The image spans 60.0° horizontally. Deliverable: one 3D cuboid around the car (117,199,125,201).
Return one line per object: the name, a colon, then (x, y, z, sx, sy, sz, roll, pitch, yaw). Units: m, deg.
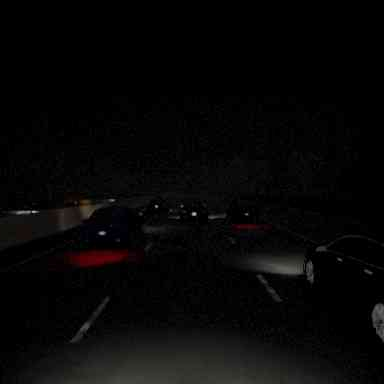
car: (-10.463, 1.150, 50.718, 2.128, 1.511, 4.902, 0, 0, 0)

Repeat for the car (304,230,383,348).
car: (3.612, 1.466, 6.119, 1.837, 1.490, 4.892, 0, 0, 0)

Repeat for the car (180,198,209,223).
car: (0.146, 1.406, 23.747, 1.994, 1.385, 4.181, 0, 0, 0)

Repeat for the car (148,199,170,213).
car: (-3.330, 1.341, 33.261, 1.994, 1.385, 4.181, 0, 0, 0)

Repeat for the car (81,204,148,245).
car: (-3.368, 1.376, 14.958, 1.882, 1.535, 5.008, 0, 0, 0)

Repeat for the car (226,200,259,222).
car: (3.652, 1.316, 24.617, 1.882, 1.535, 5.008, 0, 0, 0)
